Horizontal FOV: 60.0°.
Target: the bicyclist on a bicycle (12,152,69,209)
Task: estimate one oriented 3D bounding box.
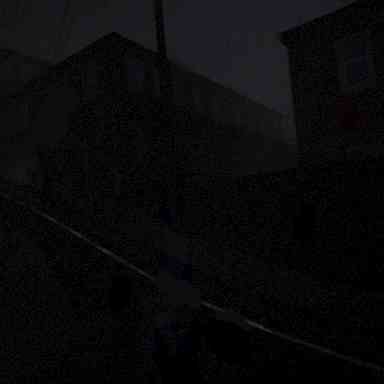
[{"bbox_3d":[-4.227,-0.316,9.512,0.582,1.620,1.656,18,11,40],"label":"bicyclist on a bicycle"}]
